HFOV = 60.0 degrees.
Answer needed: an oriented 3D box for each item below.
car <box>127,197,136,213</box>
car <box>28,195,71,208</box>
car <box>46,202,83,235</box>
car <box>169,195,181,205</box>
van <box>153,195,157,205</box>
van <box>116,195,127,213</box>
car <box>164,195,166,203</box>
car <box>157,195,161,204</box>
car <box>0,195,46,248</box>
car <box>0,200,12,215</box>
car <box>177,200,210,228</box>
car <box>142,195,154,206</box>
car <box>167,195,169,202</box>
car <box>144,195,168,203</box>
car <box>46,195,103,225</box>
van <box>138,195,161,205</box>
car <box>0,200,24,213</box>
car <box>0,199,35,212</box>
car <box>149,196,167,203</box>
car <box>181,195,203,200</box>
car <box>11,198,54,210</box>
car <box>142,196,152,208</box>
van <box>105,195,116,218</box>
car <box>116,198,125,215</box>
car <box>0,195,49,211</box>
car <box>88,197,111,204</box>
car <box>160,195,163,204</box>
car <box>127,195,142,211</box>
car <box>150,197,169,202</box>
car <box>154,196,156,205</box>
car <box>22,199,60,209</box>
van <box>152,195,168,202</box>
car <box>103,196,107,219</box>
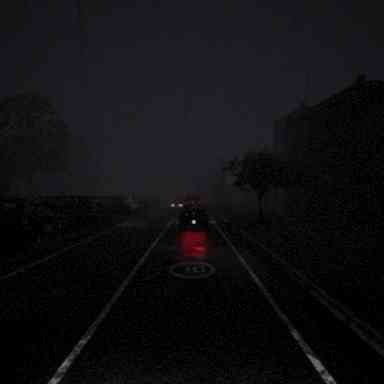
[{"bbox_3d":[-8.827,1.568,34.827,5.008,1.535,2.097,0,0,0],"label":"car"},{"bbox_3d":[-21.895,1.445,51.413,5.566,2.045,2.435,0,-1,0],"label":"car"},{"bbox_3d":[-8.839,1.466,18.007,4.892,1.521,2.231,0,0,0],"label":"car"},{"bbox_3d":[-3.203,1.610,70.584,2.150,2.045,5.566,0,-1,0],"label":"car"},{"bbox_3d":[-8.731,1.526,57.252,4.442,1.987,1.878,0,-1,0],"label":"van"},{"bbox_3d":[-8.947,1.324,32.025,4.442,1.987,1.878,0,0,0],"label":"van"},{"bbox_3d":[-8.828,1.790,74.070,4.553,1.767,2.185,0,-1,0],"label":"car"},{"bbox_3d":[-8.823,1.836,62.856,4.792,1.488,2.163,0,-1,0],"label":"car"},{"bbox_3d":[-8.867,1.198,12.403,5.566,2.045,2.435,0,0,0],"label":"car"},{"bbox_3d":[-21.907,1.568,34.703,5.008,1.535,2.097,0,0,0],"label":"car"},{"bbox_3d":[0.114,1.526,22.138,1.837,1.490,4.892,0,0,0],"label":"car"},{"bbox_3d":[-9.030,1.694,51.643,5.366,1.575,1.946,0,-1,0],"label":"car"},{"bbox_3d":[-8.835,1.719,79.677,5.566,2.045,2.435,0,-1,0],"label":"car"},{"bbox_3d":[-8.837,1.746,82.480,5.566,2.045,2.435,0,-1,0],"label":"car"},{"bbox_3d":[-8.859,1.228,20.814,5.566,2.045,2.435,0,0,0],"label":"car"},{"bbox_3d":[-8.739,1.635,68.464,4.442,1.987,1.878,0,-1,0],"label":"van"},{"bbox_3d":[-21.885,1.616,37.487,4.792,1.488,2.163,0,0,0],"label":"car"},{"bbox_3d":[-21.945,1.635,40.272,4.792,1.488,2.163,0,0,0],"label":"car"},{"bbox_3d":[-8.901,1.927,88.086,4.553,1.767,2.185,0,-1,0],"label":"car"},{"bbox_3d":[0.125,1.365,41.267,2.150,2.045,5.566,0,0,0],"label":"car"},{"bbox_3d":[-21.915,1.648,45.842,5.008,1.535,2.097,0,0,0],"label":"car"},{"bbox_3d":[-8.837,1.671,48.843,5.008,1.535,2.097,0,-1,0],"label":"car"},{"bbox_3d":[-8.713,1.287,26.418,4.442,1.987,1.878,0,0,0],"label":"van"},{"bbox_3d":[-8.824,1.532,29.221,4.892,1.521,2.231,0,0,0],"label":"car"},{"bbox_3d":[-21.890,1.374,43.058,5.566,2.045,2.435,0,0,0],"label":"car"},{"bbox_3d":[-21.949,1.969,79.294,4.892,1.521,2.231,0,-1,0],"label":"car"},{"bbox_3d":[-8.849,1.833,65.659,5.008,1.535,2.097,0,-1,0],"label":"car"},{"bbox_3d":[-8.863,1.335,37.632,5.566,2.045,2.435,0,0,0],"label":"car"},{"bbox_3d":[-8.865,2.081,90.887,4.892,1.521,2.231,0,-1,0],"label":"car"},{"bbox_3d":[-8.875,1.754,54.446,4.792,1.488,2.163,0,-1,0],"label":"car"},{"bbox_3d":[-21.919,1.709,48.503,4.674,1.452,2.002,0,0,0],"label":"car"},{"bbox_3d":[-8.990,1.881,93.693,4.442,1.987,1.878,0,-1,0],"label":"van"},{"bbox_3d":[-8.798,1.369,23.614,4.553,1.767,2.185,0,0,0],"label":"car"}]
